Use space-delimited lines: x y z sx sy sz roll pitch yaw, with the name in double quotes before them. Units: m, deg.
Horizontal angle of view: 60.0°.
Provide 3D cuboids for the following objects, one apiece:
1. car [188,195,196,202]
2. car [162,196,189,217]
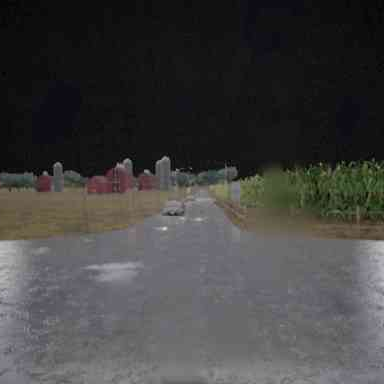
"car" -0.285 1.268 65.865 1.994 1.385 4.181 0 1 2
"car" -1.570 1.458 30.171 1.837 1.490 4.892 0 2 2
